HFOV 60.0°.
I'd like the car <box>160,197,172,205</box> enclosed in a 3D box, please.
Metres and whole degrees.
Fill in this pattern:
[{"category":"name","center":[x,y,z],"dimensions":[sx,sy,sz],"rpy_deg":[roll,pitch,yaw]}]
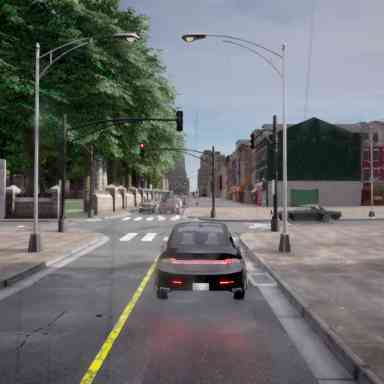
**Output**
[{"category":"car","center":[-4.701,1.671,60.916],"dimensions":[1.802,1.307,4.206],"rpy_deg":[1,0,0]}]

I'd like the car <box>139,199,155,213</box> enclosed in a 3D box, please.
[{"category":"car","center":[-4.889,1.586,37.431],"dimensions":[2.008,1.369,4.403],"rpy_deg":[1,0,0]}]

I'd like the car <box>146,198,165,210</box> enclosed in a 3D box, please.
[{"category":"car","center":[-4.813,1.598,44.566],"dimensions":[2.008,1.369,4.403],"rpy_deg":[1,0,0]}]

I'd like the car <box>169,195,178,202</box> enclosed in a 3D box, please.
[{"category":"car","center":[-4.549,1.621,82.717],"dimensions":[1.967,1.590,4.097],"rpy_deg":[1,0,0]}]

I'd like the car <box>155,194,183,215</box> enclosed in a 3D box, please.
[{"category":"car","center":[-2.310,1.383,34.750],"dimensions":[2.097,1.767,4.553],"rpy_deg":[0,0,-1]}]

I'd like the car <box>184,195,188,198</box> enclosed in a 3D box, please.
[{"category":"car","center":[-2.167,1.575,59.000],"dimensions":[2.128,1.511,4.902],"rpy_deg":[0,0,1]}]

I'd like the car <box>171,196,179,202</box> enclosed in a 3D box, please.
[{"category":"car","center":[-4.514,1.734,87.997],"dimensions":[1.752,1.417,4.829],"rpy_deg":[1,0,0]}]

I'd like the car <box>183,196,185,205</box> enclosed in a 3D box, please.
[{"category":"car","center":[-2.262,1.578,46.635],"dimensions":[1.812,1.442,4.674],"rpy_deg":[0,0,0]}]

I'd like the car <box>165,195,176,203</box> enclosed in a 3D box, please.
[{"category":"car","center":[-4.623,1.570,71.817],"dimensions":[1.967,1.590,4.097],"rpy_deg":[1,0,0]}]

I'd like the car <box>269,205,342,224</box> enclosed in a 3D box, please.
[{"category":"car","center":[7.997,1.587,23.879],"dimensions":[4.718,1.301,1.895],"rpy_deg":[-1,-1,1]}]

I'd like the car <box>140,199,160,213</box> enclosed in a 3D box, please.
[{"category":"car","center":[-4.899,1.564,39.405],"dimensions":[1.752,1.417,4.829],"rpy_deg":[1,0,0]}]

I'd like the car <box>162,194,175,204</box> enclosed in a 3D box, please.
[{"category":"car","center":[-4.658,1.424,66.367],"dimensions":[2.192,1.841,5.009],"rpy_deg":[1,0,0]}]

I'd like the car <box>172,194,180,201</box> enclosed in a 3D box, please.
[{"category":"car","center":[-4.472,1.556,93.619],"dimensions":[2.192,1.841,5.009],"rpy_deg":[1,0,0]}]

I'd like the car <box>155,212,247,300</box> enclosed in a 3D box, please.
[{"category":"car","center":[0.213,1.496,8.419],"dimensions":[2.128,1.511,4.902],"rpy_deg":[0,0,1]}]

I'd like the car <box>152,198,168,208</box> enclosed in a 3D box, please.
[{"category":"car","center":[-4.776,1.625,50.016],"dimensions":[1.947,1.339,4.313],"rpy_deg":[1,0,0]}]
